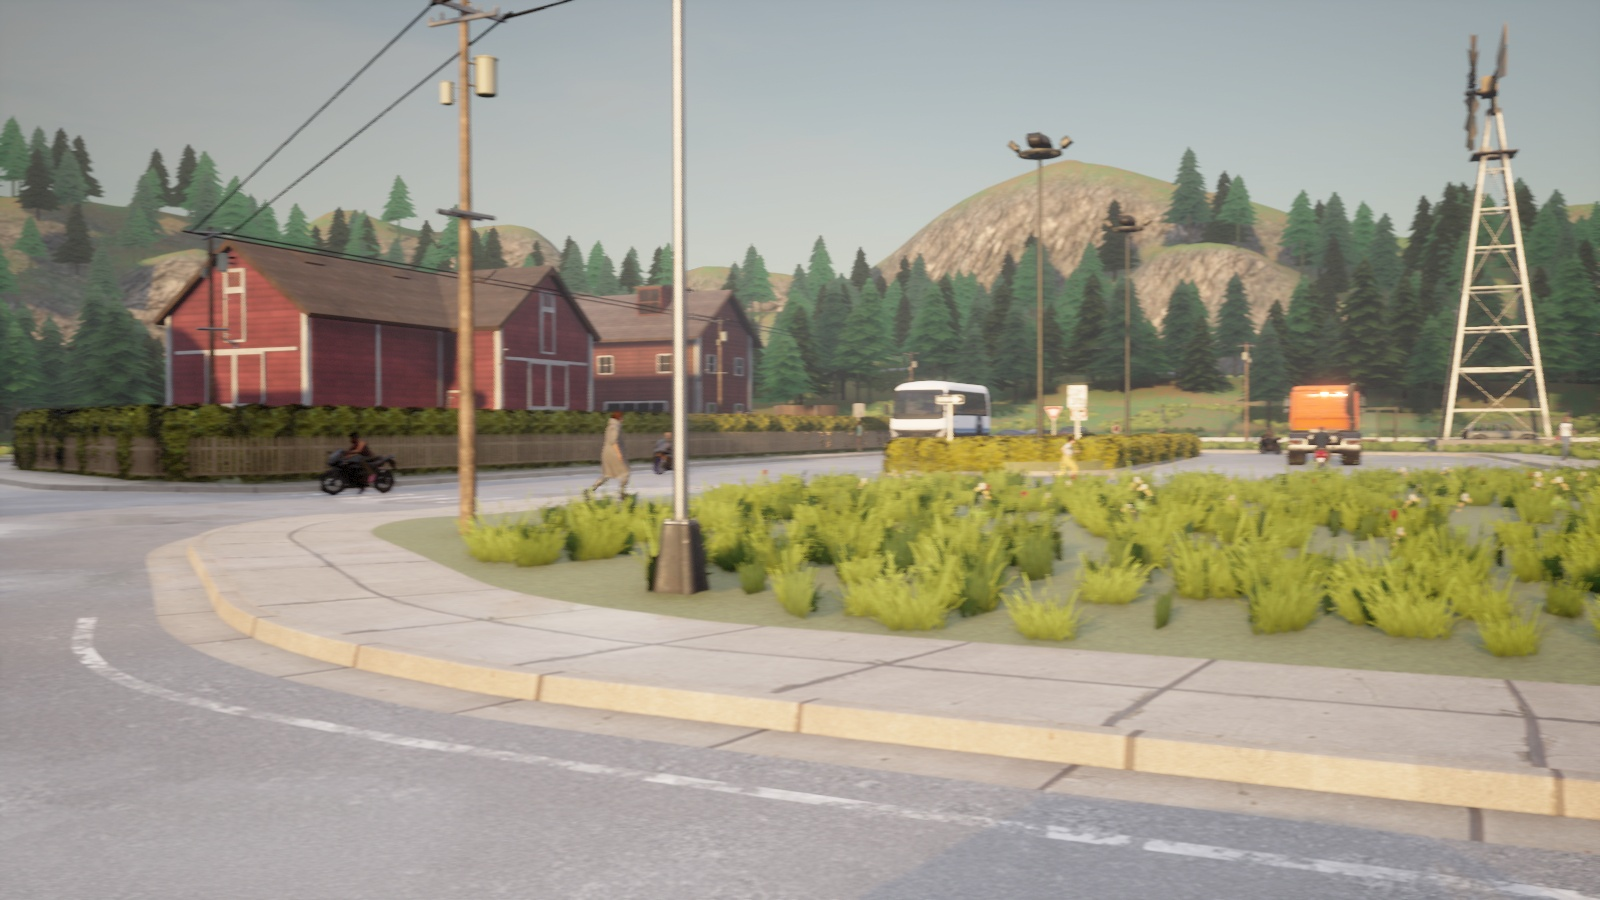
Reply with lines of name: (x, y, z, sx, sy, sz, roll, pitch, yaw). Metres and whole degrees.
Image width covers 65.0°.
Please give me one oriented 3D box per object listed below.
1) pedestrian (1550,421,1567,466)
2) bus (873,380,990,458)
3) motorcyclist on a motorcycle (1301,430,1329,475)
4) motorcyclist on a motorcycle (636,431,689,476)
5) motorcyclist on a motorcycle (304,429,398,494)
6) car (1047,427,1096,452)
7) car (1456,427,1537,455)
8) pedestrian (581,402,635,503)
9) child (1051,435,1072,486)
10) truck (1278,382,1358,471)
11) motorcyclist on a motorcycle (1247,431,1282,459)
pedestrian: (31.012, -0.282, 51.323, 0.354, 1.836, 0.706, 0, 1, 10)
bus: (7.860, -1.763, 73.190, 3.944, 4.253, 10.273, 1, 1, 23)
motorcyclist on a motorcycle: (18.557, 0.076, 45.257, 0.866, 1.590, 1.817, 1, 1, 24)
motorcyclist on a motorcycle: (-4.749, 0.106, 43.624, 0.866, 1.530, 2.191, 1, 1, 23)
motorcyclist on a motorcycle: (-10.902, 0.254, 30.534, 0.797, 1.523, 2.044, 1, 1, 38)
car: (19.655, -0.787, 90.882, 2.097, 1.767, 4.553, 1, 1, 31)
car: (47.298, -0.643, 85.413, 4.605, 1.855, 1.932, 1, 1, 23)
pedestrian: (-3.797, 0.044, 24.856, 0.873, 1.952, 0.659, 0, 1, -31)
child: (6.502, 0.255, 31.188, 0.437, 1.263, 0.270, 0, 1, -6)
truck: (22.000, -0.984, 53.323, 2.891, 3.462, 7.936, 1, 1, 23)
motorcyclist on a motorcycle: (25.994, -0.293, 70.244, 0.797, 1.523, 2.044, 0, 1, -15)
